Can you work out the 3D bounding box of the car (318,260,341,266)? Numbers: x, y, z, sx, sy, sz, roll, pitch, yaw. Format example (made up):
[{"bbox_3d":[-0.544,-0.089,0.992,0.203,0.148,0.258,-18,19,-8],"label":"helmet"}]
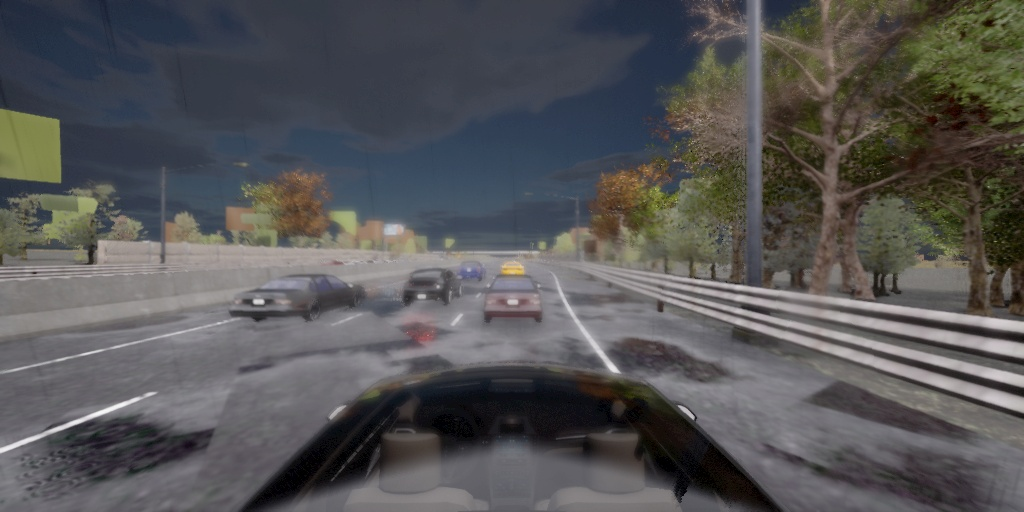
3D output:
[{"bbox_3d":[-28.041,1.402,55.495,1.882,1.535,5.008,0,0,0],"label":"car"}]

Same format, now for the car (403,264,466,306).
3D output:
[{"bbox_3d":[-3.425,1.295,16.100,1.837,1.490,4.892,0,0,0],"label":"car"}]

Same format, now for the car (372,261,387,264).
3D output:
[{"bbox_3d":[-21.041,1.457,56.956,1.812,1.442,4.674,0,0,0],"label":"car"}]

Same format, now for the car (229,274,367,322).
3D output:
[{"bbox_3d":[-6.952,1.326,12.400,2.033,1.411,5.357,0,0,0],"label":"car"}]

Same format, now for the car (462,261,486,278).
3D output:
[{"bbox_3d":[-3.426,1.185,30.821,2.097,1.767,4.553,0,0,0],"label":"car"}]

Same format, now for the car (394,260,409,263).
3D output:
[{"bbox_3d":[-17.546,1.410,57.248,1.882,1.535,5.008,0,0,0],"label":"car"}]

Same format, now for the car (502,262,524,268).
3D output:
[{"bbox_3d":[0.083,1.318,32.639,1.882,1.535,5.008,0,0,0],"label":"car"}]

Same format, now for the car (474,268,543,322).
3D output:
[{"bbox_3d":[0.048,1.326,12.429,2.033,1.411,5.357,0,0,1],"label":"car"}]

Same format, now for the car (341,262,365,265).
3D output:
[{"bbox_3d":[-24.537,1.530,56.632,1.895,1.301,4.718,0,0,1],"label":"car"}]
